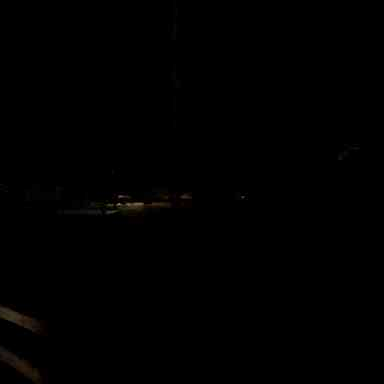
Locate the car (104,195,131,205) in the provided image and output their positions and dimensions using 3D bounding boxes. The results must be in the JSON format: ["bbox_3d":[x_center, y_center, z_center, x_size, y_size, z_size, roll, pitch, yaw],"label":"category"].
[{"bbox_3d":[-15.082,1.731,65.618,1.837,1.490,4.892,1,1,35],"label":"car"}]
